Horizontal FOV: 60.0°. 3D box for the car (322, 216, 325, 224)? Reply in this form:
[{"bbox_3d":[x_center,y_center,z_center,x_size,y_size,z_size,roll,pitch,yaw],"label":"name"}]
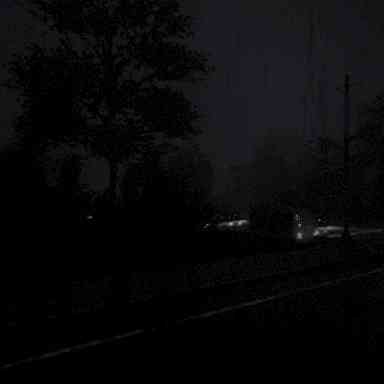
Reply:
[{"bbox_3d":[8.079,1.910,25.854,1.994,1.385,4.181,1,-1,-39],"label":"car"}]

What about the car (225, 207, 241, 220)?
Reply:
[{"bbox_3d":[2.690,2.021,32.308,1.994,1.385,4.181,1,-2,-41],"label":"car"}]

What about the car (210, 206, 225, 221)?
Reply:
[{"bbox_3d":[0.411,1.932,29.617,1.812,1.442,4.674,1,-2,-41],"label":"car"}]

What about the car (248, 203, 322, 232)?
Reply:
[{"bbox_3d":[6.064,1.644,22.733,2.097,1.767,4.553,1,-1,-38],"label":"car"}]

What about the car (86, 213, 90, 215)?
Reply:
[{"bbox_3d":[-14.088,2.272,43.962,5.008,1.535,1.882,-1,-2,40],"label":"car"}]
